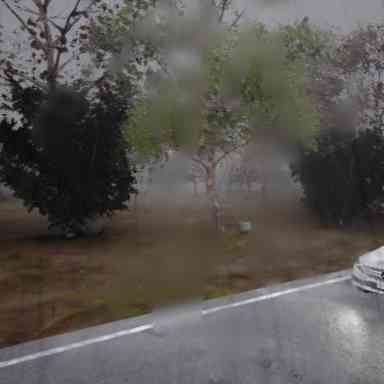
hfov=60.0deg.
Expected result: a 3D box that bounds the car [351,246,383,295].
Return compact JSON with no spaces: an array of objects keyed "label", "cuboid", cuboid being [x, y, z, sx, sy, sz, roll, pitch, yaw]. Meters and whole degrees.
[{"label":"car","cuboid":[5.589,1.483,7.432,4.674,1.442,1.812,0,1,-31]}]
